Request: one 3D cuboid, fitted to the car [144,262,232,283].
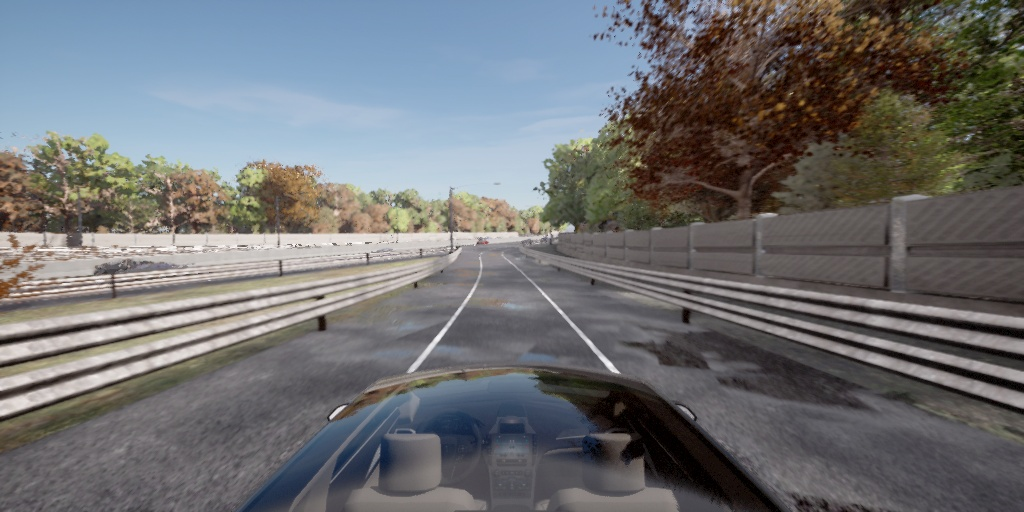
[{"bbox_3d":[-24.958,1.241,28.080,1.895,1.301,4.718,1,4,20],"label":"car"}]

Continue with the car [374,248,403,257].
[{"bbox_3d":[-17.069,-0.356,49.817,1.812,1.442,4.674,1,4,20],"label":"car"}]

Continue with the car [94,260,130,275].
[{"bbox_3d":[-31.608,1.044,30.256,1.837,1.490,4.892,1,4,20],"label":"car"}]

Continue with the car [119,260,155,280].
[{"bbox_3d":[-28.292,1.155,29.136,1.994,1.385,4.181,1,4,20],"label":"car"}]
